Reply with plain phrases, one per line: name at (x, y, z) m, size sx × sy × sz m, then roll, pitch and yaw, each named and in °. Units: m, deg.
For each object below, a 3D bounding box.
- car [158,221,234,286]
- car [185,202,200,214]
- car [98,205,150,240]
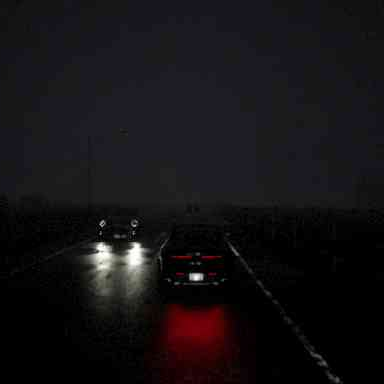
car at (0.096, 1.623, 9.740) m, size 1.837 × 1.490 × 4.892 m, roll 0°, pitch 0°, yaw 0°
car at (0.076, 2.018, 44.101) m, size 2.128 × 1.511 × 4.902 m, roll 0°, pitch -1°, yaw 0°
car at (-3.608, 1.569, 18.232) m, size 2.097 × 1.767 × 4.553 m, roll 0°, pitch -1°, yaw 0°
